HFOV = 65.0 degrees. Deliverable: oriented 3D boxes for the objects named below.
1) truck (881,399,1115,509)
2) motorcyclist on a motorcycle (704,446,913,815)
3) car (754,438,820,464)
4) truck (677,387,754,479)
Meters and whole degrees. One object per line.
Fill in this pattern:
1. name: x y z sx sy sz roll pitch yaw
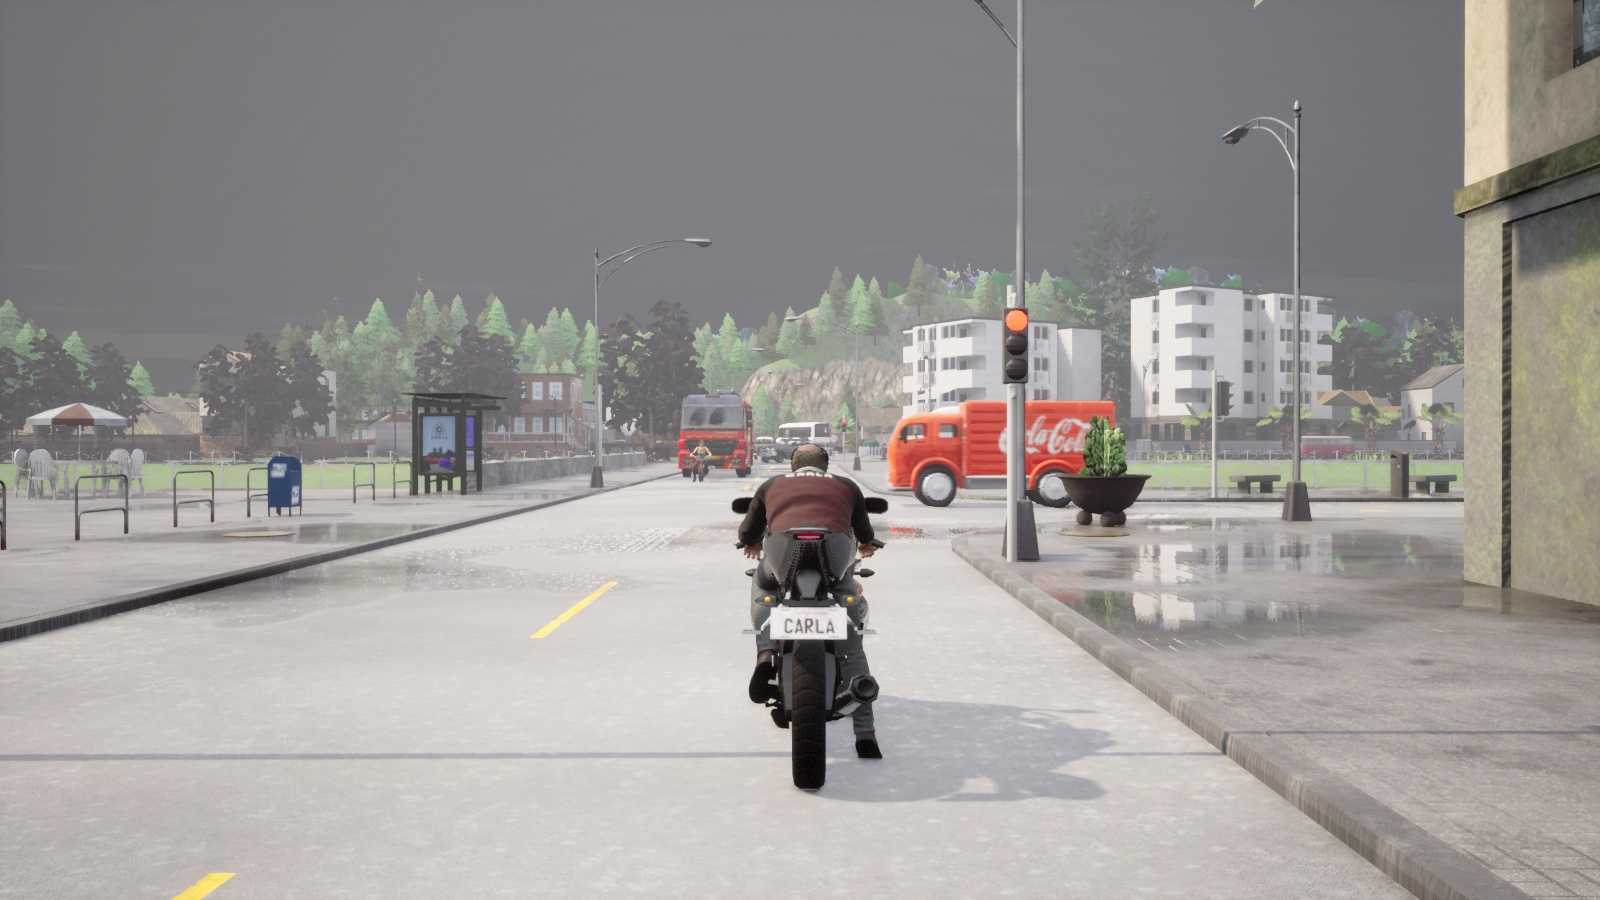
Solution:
1. truck: 4.553 0.096 29.703 5.204 2.467 2.627 0 0 2
2. motorcyclist on a motorcycle: 0.047 0.746 6.323 0.866 1.530 2.191 0 0 1
3. car: -0.943 0.043 91.916 4.605 1.855 1.932 0 0 -40
4. truck: -3.704 -0.742 56.921 2.891 3.827 8.468 0 0 0
